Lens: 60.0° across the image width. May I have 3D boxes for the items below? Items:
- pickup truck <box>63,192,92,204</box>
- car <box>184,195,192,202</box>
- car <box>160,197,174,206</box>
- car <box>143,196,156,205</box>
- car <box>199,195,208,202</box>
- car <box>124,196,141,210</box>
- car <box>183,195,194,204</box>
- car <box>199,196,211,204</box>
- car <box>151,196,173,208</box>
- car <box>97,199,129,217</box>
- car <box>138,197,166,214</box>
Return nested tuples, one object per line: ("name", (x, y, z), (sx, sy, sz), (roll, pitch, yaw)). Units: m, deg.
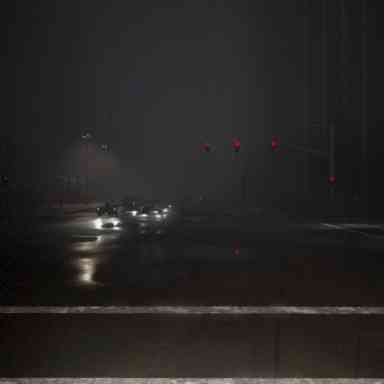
("pickup truck", (-20.918, 1.059, 60.092), (2.390, 2.098, 6.274), (0, 0, 30))
("car", (-0.947, 1.478, 75.459), (1.882, 1.535, 5.008), (0, 0, -1))
("car", (-4.338, 1.547, 57.932), (2.033, 1.411, 5.357), (0, 0, 0))
("car", (-7.867, 1.477, 61.682), (1.882, 1.535, 5.008), (0, 0, 0))
("car", (2.555, 1.524, 75.254), (1.812, 1.442, 4.674), (0, 0, -1))
("car", (-7.704, 1.351, 41.713), (2.097, 1.767, 4.553), (0, 0, 0))
("car", (-0.749, 1.352, 65.456), (2.097, 1.767, 4.553), (0, 0, -1))
("car", (2.757, 1.491, 64.870), (2.128, 1.511, 4.902), (0, 0, -1))
("car", (-4.252, 1.492, 47.151), (2.128, 1.511, 4.902), (0, 0, 0))
("car", (-7.590, 1.601, 31.531), (1.895, 1.301, 4.718), (0, 0, -1))
("car", (-4.158, 1.525, 35.350), (1.812, 1.442, 4.674), (0, 0, 0))
